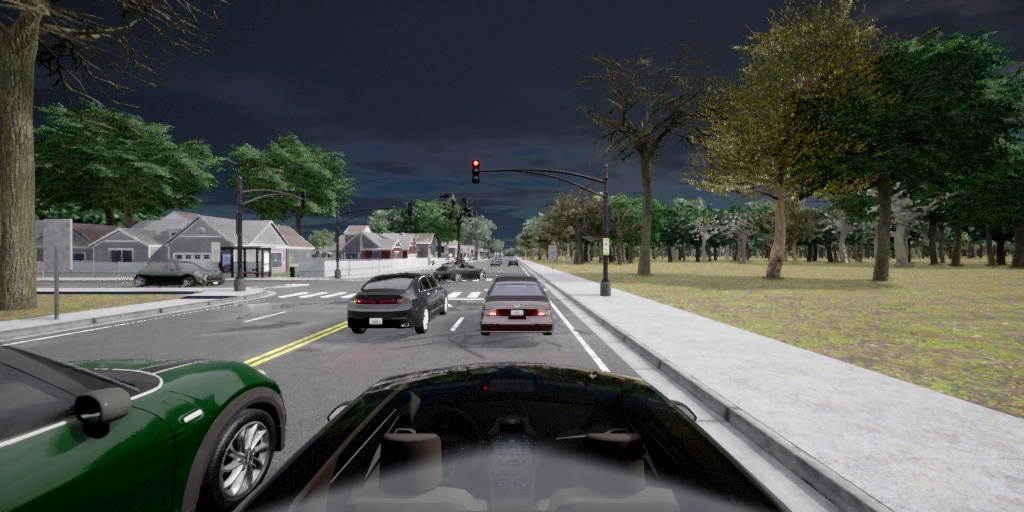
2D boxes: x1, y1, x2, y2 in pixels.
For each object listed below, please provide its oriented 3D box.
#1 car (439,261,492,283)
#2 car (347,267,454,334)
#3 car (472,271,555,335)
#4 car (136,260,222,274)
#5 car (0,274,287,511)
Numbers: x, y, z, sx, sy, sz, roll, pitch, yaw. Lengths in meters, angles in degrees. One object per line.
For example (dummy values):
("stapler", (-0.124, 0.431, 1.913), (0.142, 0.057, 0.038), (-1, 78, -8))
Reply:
("car", (-4.044, 1.253, 28.506), (1.837, 1.490, 4.892), (4, 2, 33))
("car", (-3.138, 1.254, 10.674), (1.837, 1.490, 4.892), (0, 0, 0))
("car", (0.119, 1.297, 10.421), (2.033, 1.411, 5.357), (0, 0, 0))
("car", (-21.099, 1.130, 22.867), (4.553, 1.767, 2.097), (0, 0, 2))
("car", (-3.149, 1.102, 1.476), (2.097, 1.767, 4.553), (0, 0, 0))
